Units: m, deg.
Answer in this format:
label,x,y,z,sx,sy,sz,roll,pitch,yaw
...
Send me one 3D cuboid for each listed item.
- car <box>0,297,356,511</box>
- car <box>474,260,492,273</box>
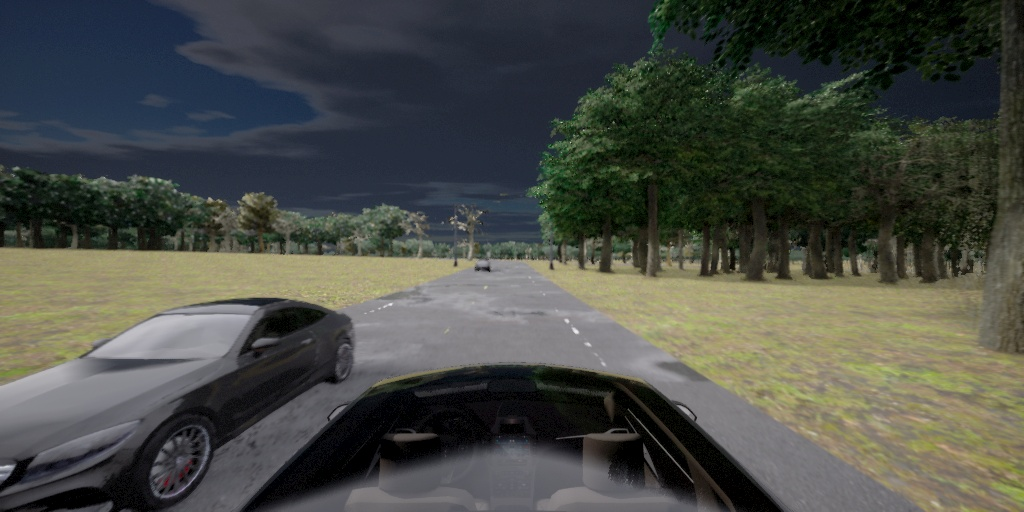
label,x,y,z,sx,sy,sz,roll,pitch,yaw
car,-3.588,1.296,4.469,1.812,1.442,4.674,0,0,0
car,-3.600,1.234,44.794,1.882,1.535,5.008,0,1,0
